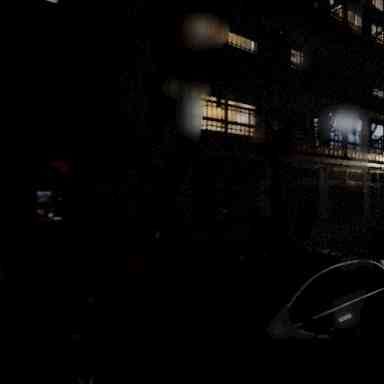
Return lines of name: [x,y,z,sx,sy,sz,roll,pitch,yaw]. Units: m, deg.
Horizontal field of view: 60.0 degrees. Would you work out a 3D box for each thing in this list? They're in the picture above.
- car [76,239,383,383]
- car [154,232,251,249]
car: [1.109,1.506,4.160,4.892,1.490,1.837,0,0,-36]
car: [0.212,1.544,6.700,4.507,1.381,1.887,0,1,-35]
